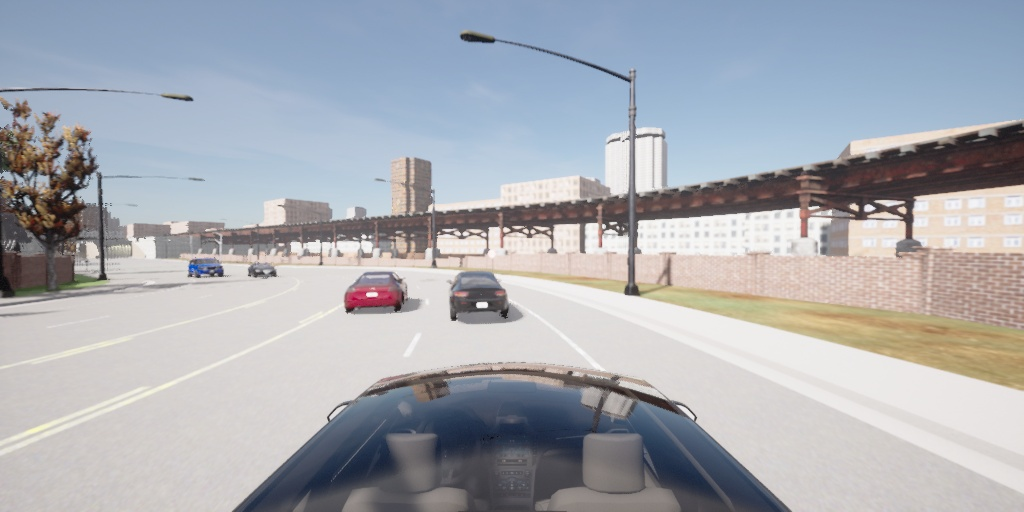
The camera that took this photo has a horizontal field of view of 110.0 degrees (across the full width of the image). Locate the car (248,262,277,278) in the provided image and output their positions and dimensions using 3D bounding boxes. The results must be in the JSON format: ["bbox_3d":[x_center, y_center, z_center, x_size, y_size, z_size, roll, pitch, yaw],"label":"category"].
[{"bbox_3d":[-24.727,1.369,35.497,2.128,1.511,4.902,-1,0,-44],"label":"car"}]

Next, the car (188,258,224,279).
[{"bbox_3d":[-32.260,1.236,37.719,5.566,2.045,2.150,-1,0,39],"label":"car"}]

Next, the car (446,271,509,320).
[{"bbox_3d":[-1.282,1.229,12.503,1.812,1.442,4.674,0,0,-11],"label":"car"}]

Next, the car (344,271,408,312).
[{"bbox_3d":[-5.252,1.286,14.231,1.994,1.385,4.181,0,0,-13],"label":"car"}]
